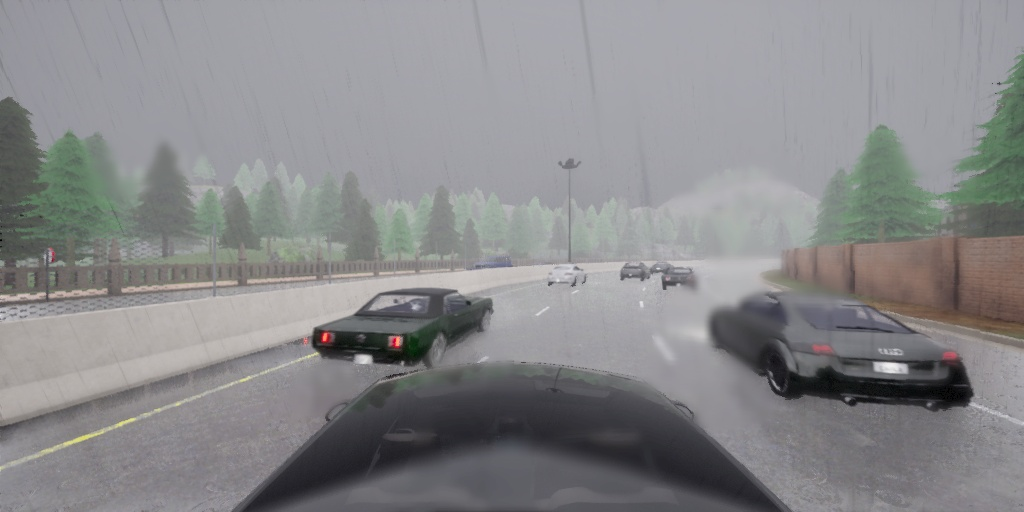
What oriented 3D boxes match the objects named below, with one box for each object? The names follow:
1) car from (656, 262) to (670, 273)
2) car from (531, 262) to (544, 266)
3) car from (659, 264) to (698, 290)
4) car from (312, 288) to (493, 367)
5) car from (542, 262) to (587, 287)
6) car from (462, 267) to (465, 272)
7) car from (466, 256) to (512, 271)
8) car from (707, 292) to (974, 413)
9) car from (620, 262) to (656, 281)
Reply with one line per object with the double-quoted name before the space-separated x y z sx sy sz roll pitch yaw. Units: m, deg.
"car" 16.952 1.326 40.310 1.994 1.385 4.181 0 0 35
"car" 3.266 1.323 39.087 2.033 1.411 5.357 0 0 31
"car" 10.520 1.356 22.575 1.895 1.301 4.718 0 0 24
"car" -1.858 1.358 7.876 1.895 1.301 4.718 0 0 13
"car" 3.838 1.289 24.693 1.812 1.442 4.674 0 0 24
"car" -3.478 1.332 41.434 2.033 1.411 5.357 0 0 31
"car" -2.022 1.001 36.952 2.150 2.045 5.566 0 0 29
"car" 4.975 1.312 6.249 1.994 1.385 4.181 0 0 13
"car" 10.367 1.253 29.946 2.128 1.511 4.902 0 0 28
